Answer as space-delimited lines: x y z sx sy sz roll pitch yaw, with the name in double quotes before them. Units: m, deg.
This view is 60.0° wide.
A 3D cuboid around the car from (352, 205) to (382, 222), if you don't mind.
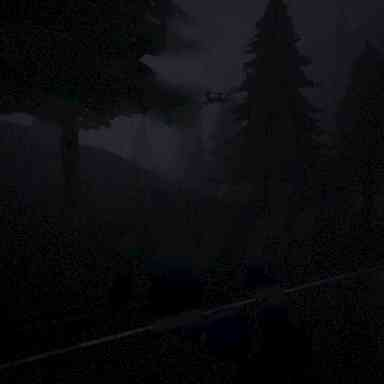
"car" 12.643 1.616 26.954 1.895 1.301 4.718 0 0 -36
